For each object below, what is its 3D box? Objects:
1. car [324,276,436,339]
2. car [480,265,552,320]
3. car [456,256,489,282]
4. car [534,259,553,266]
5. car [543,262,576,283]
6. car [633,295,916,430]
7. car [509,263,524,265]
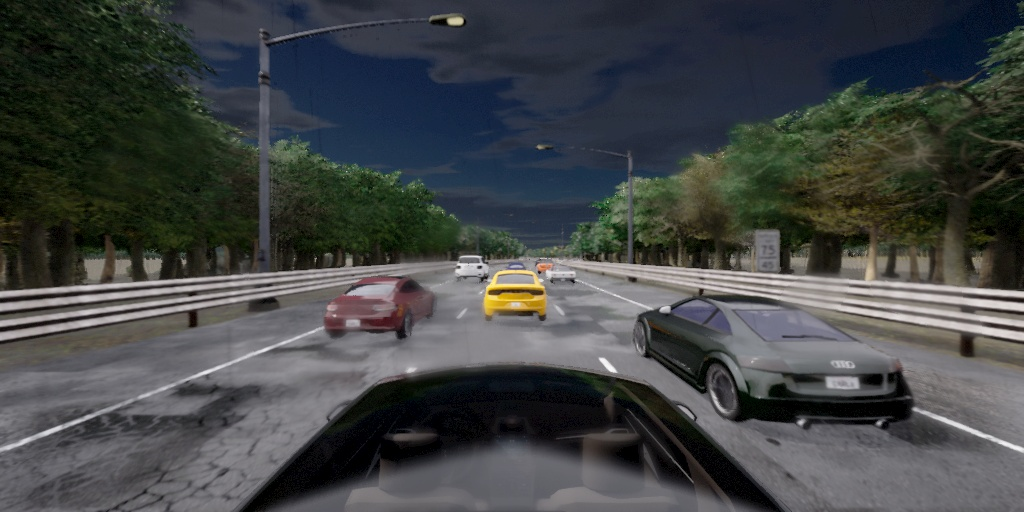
[{"bbox_3d":[-3.401,1.279,9.981,1.812,1.442,4.674,0,0,0],"label":"car"},{"bbox_3d":[0.124,1.234,12.678,1.882,1.535,5.008,0,0,0],"label":"car"},{"bbox_3d":[-3.151,1.012,29.410,2.150,2.045,5.566,0,0,1],"label":"car"},{"bbox_3d":[4.165,1.202,43.734,2.097,1.767,4.553,0,0,2],"label":"car"},{"bbox_3d":[3.709,1.388,27.864,1.895,1.301,4.718,0,0,1],"label":"car"},{"bbox_3d":[3.502,1.315,5.797,1.994,1.385,4.181,0,0,0],"label":"car"},{"bbox_3d":[0.391,1.323,31.103,1.812,1.442,4.674,0,0,1],"label":"car"}]
